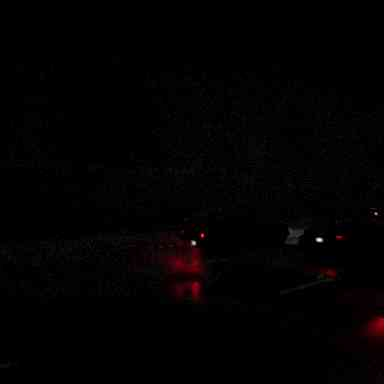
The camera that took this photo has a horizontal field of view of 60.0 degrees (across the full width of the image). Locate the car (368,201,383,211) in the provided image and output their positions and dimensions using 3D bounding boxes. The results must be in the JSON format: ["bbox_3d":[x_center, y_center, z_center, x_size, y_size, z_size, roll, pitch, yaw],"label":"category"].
[{"bbox_3d":[17.245,1.522,28.974,4.892,1.490,1.837,-1,0,-35],"label":"car"}]

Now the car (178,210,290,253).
[{"bbox_3d":[1.871,1.605,13.678,4.718,1.301,1.895,0,0,-36],"label":"car"}]

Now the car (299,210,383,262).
[{"bbox_3d":[5.869,1.570,12.231,4.181,1.385,1.994,0,0,-36],"label":"car"}]

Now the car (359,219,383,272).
[{"bbox_3d":[6.670,1.496,8.504,4.902,1.511,2.128,0,0,-36],"label":"car"}]

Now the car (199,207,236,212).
[{"bbox_3d":[1.732,1.531,17.879,4.674,1.442,1.812,0,0,-36],"label":"car"}]
